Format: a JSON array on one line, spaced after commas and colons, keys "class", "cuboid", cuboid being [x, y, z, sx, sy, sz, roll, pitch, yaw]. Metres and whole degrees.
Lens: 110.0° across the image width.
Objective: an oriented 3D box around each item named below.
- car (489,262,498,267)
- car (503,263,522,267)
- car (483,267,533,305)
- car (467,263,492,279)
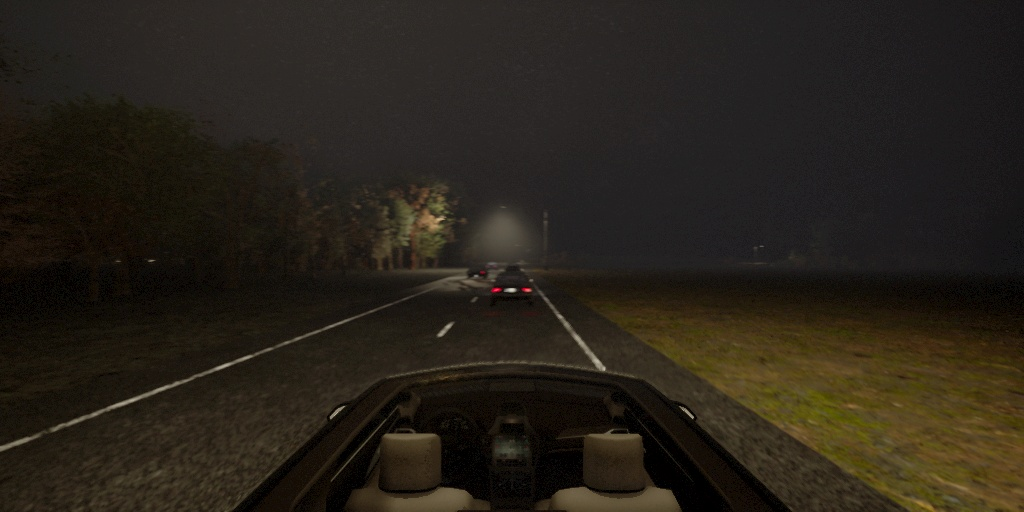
[{"class": "car", "cuboid": [-3.396, 1.768, 61.814, 2.033, 1.411, 5.357, 0, 0, 0]}, {"class": "car", "cuboid": [0.054, 1.556, 41.970, 2.128, 1.511, 4.902, 0, 0, 0]}, {"class": "car", "cuboid": [-0.010, 1.417, 16.715, 2.033, 1.411, 5.357, 0, 0, 0]}, {"class": "car", "cuboid": [-3.460, 1.639, 36.848, 1.895, 1.301, 4.718, 0, 0, 0]}]
